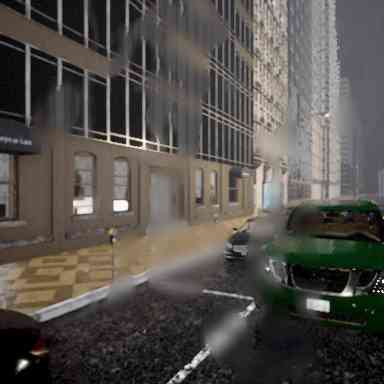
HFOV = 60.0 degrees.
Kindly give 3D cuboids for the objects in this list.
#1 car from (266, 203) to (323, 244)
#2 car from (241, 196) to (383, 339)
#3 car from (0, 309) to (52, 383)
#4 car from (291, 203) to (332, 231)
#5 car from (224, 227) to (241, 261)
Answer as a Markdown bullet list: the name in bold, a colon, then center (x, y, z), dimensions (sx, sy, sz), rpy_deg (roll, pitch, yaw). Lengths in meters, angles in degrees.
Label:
- **car**: center (5.210, 1.439, 16.561), dimensions (1.967, 1.590, 4.097), rpy_deg (0, 0, 28)
- **car**: center (3.059, 1.220, 7.062), dimensions (2.150, 2.045, 5.566), rpy_deg (0, 0, 28)
- **car**: center (-2.792, 1.570, 1.623), dimensions (1.947, 1.339, 4.313), rpy_deg (0, 0, 28)
- **car**: center (7.797, 1.524, 21.389), dimensions (1.752, 1.417, 4.829), rpy_deg (0, 0, 28)
- **car**: center (2.543, 1.550, 11.580), dimensions (2.008, 1.369, 4.403), rpy_deg (0, 0, 28)
